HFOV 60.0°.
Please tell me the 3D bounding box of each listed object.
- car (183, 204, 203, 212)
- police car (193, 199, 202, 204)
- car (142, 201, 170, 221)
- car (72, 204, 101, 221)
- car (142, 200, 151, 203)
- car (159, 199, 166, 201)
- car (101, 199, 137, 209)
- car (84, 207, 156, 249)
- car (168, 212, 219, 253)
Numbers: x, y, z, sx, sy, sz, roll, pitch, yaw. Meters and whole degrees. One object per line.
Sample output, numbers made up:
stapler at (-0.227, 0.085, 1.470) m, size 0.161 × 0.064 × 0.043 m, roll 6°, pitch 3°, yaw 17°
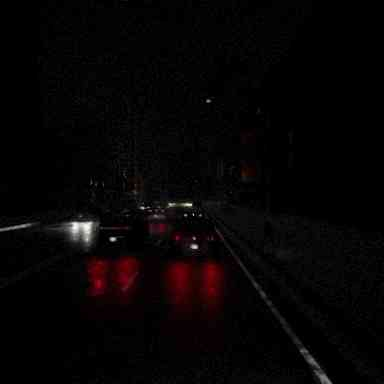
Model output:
car at (0.097, 2.006, 29.972) m, size 1.895 × 1.301 × 4.718 m, roll 0°, pitch -1°, yaw 0°
police car at (1.138, 2.403, 71.821) m, size 1.930 × 1.638 × 5.238 m, roll 0°, pitch -1°, yaw 0°
car at (-3.153, 1.919, 31.602) m, size 2.128 × 1.511 × 4.902 m, roll 0°, pitch -1°, yaw 0°
car at (-9.847, 1.922, 31.824) m, size 2.128 × 1.511 × 4.902 m, roll 0°, pitch -1°, yaw 0°
car at (-9.750, 2.409, 72.995) m, size 1.882 × 1.535 × 5.008 m, roll 0°, pitch -1°, yaw 0°
car at (-6.501, 2.287, 73.027) m, size 2.097 × 1.767 × 4.553 m, roll 0°, pitch -1°, yaw 0°
car at (-6.597, 1.650, 31.645) m, size 2.150 × 2.045 × 5.566 m, roll 0°, pitch -1°, yaw 0°
car at (-3.153, 1.704, 15.719) m, size 2.128 × 1.511 × 4.902 m, roll 0°, pitch -1°, yaw 0°
car at (0.097, 1.799, 14.717) m, size 1.895 × 1.301 × 4.718 m, roll 0°, pitch -1°, yaw 0°
